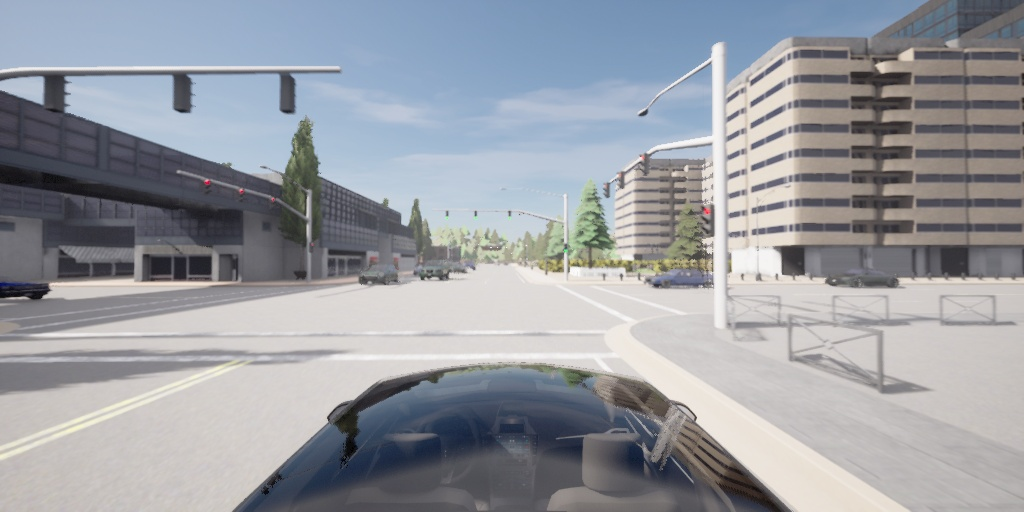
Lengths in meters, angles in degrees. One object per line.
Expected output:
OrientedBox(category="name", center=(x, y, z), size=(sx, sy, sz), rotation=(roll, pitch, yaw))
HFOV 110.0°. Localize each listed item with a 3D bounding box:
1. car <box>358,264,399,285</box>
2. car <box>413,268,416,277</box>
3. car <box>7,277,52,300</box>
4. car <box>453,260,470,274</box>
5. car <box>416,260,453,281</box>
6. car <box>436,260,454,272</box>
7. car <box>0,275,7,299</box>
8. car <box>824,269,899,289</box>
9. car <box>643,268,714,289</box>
OrientedBox(category="car", center=(-11.068, 1.481, 29.994), size=(2.097, 1.767, 4.553), rotation=(0, -1, -1))
OrientedBox(category="car", center=(-11.463, 1.872, 46.498), size=(1.812, 1.442, 4.674), rotation=(0, -1, -1))
OrientedBox(category="car", center=(-25.702, 1.577, 17.410), size=(4.718, 1.301, 1.895), rotation=(0, -1, -1))
OrientedBox(category="car", center=(-8.072, 1.796, 54.168), size=(2.097, 1.767, 4.553), rotation=(0, -1, 0))
OrientedBox(category="car", center=(-7.816, 1.433, 36.554), size=(2.150, 2.045, 5.566), rotation=(0, -1, -1))
OrientedBox(category="car", center=(-11.682, 1.787, 63.167), size=(2.150, 2.045, 5.566), rotation=(0, -1, 0))
OrientedBox(category="car", center=(-23.460, 1.529, 13.938), size=(4.718, 1.301, 1.895), rotation=(0, -1, -1))
OrientedBox(category="car", center=(25.501, 1.616, 26.228), size=(4.181, 1.385, 1.994), rotation=(0, -1, -1))
OrientedBox(category="car", center=(12.423, 1.606, 25.983), size=(5.357, 1.411, 2.033), rotation=(0, -1, -1))
